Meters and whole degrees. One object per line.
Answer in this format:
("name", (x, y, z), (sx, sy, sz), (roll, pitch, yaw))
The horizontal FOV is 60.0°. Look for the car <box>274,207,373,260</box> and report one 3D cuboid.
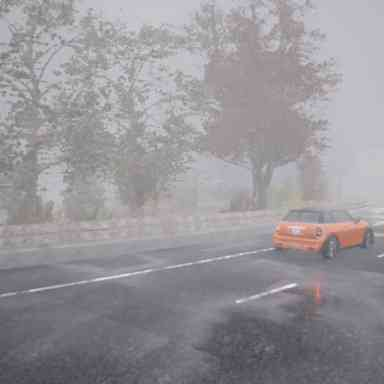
("car", (5.160, 1.359, 12.804), (4.553, 1.767, 2.097), (0, 0, -42))
